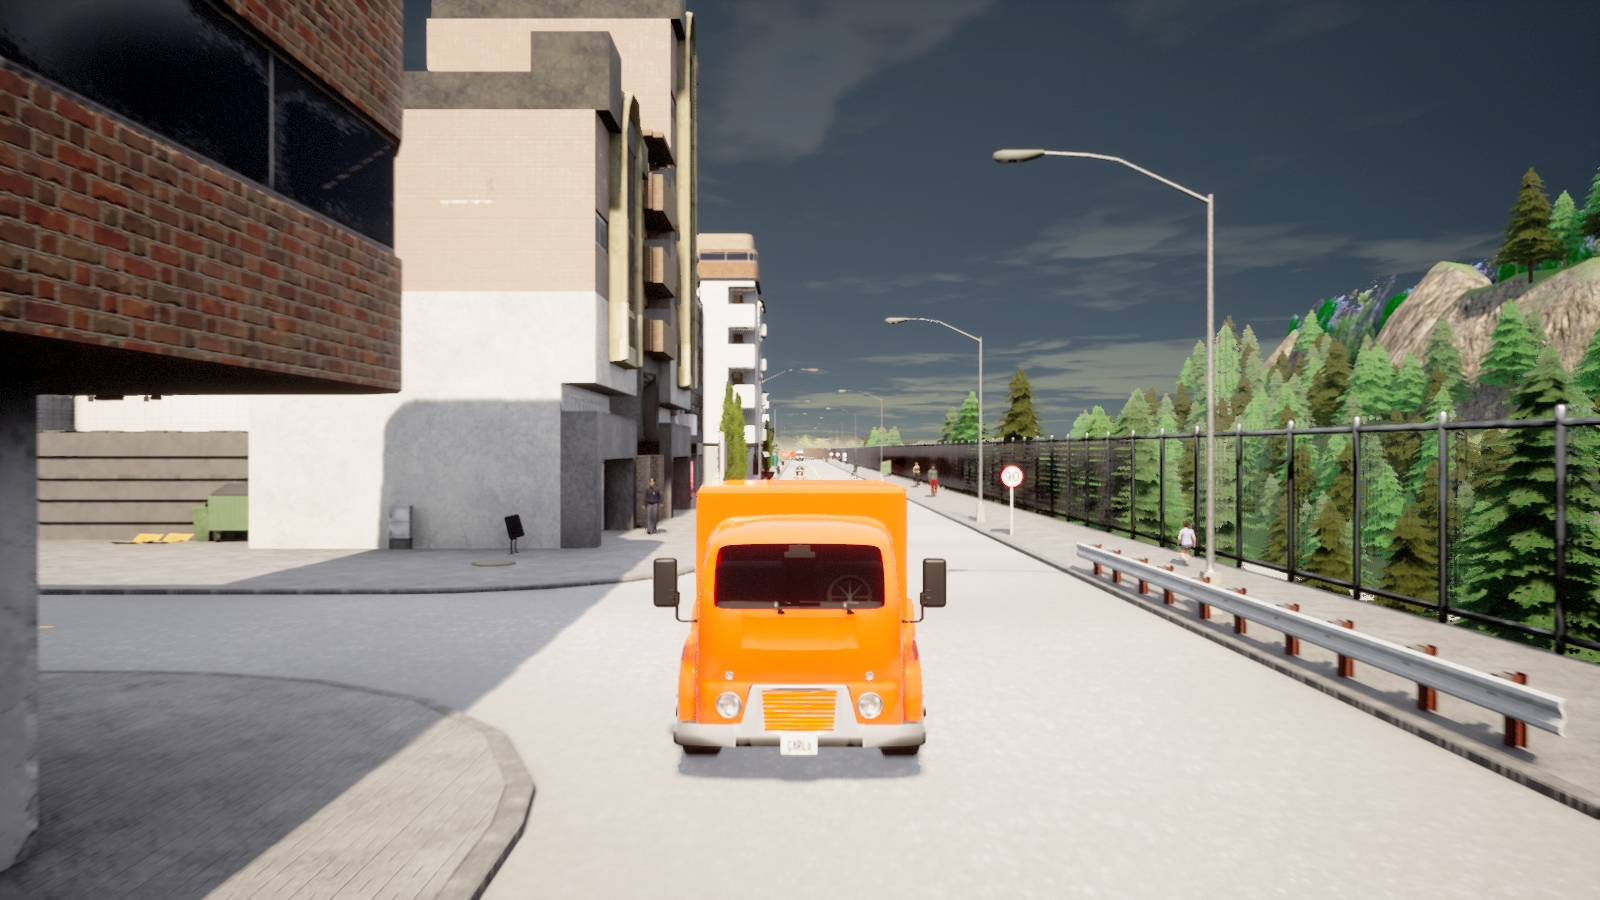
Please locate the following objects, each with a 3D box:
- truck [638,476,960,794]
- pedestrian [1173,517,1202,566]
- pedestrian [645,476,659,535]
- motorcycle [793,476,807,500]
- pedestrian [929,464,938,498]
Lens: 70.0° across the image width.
[{"bbox_3d":[0.021,1.568,11.915,2.627,2.467,5.204,0,0,1],"label":"truck"},{"bbox_3d":[8.997,2.125,26.565,0.500,1.100,0.500,0,0,-1],"label":"pedestrian"},{"bbox_3d":[-4.672,1.747,36.058,0.375,1.860,0.375,0,0,3],"label":"pedestrian"},{"bbox_3d":[-0.012,2.155,65.362,0.764,1.307,2.356,0,0,0],"label":"motorcycle"},{"bbox_3d":[7.531,1.745,64.497,0.375,1.860,0.375,0,0,-14],"label":"pedestrian"}]
